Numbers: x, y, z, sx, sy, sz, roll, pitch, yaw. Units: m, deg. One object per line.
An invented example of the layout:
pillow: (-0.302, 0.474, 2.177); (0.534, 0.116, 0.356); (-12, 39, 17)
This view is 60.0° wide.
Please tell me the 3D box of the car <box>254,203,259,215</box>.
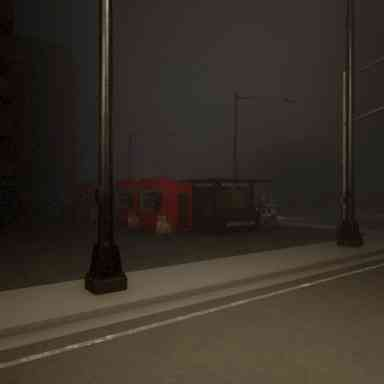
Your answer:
car: (5.672, 1.708, 34.103); (1.837, 1.490, 4.892); (0, -1, -36)
